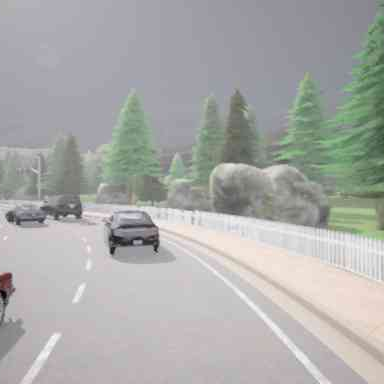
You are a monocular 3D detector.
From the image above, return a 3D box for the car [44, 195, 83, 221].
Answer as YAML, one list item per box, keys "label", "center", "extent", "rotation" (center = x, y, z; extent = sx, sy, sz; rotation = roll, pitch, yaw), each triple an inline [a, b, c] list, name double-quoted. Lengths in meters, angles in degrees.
- label: "car"
  center: [-11.455, 1.326, 29.144]
  extent: [2.150, 2.045, 5.566]
  rotation: [0, 0, -39]

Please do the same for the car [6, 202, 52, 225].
- label: "car"
  center: [-12.580, 1.660, 25.052]
  extent: [2.033, 1.411, 5.357]
  rotation: [0, 0, -39]

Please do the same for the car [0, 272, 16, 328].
- label: "car"
  center: [-3.892, 1.634, 3.797]
  extent: [1.895, 1.301, 4.718]
  rotation: [0, 0, -5]

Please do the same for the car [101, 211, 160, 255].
- label: "car"
  center: [-2.605, 1.518, 13.697]
  extent: [2.128, 1.511, 4.902]
  rotation: [0, 0, -18]
